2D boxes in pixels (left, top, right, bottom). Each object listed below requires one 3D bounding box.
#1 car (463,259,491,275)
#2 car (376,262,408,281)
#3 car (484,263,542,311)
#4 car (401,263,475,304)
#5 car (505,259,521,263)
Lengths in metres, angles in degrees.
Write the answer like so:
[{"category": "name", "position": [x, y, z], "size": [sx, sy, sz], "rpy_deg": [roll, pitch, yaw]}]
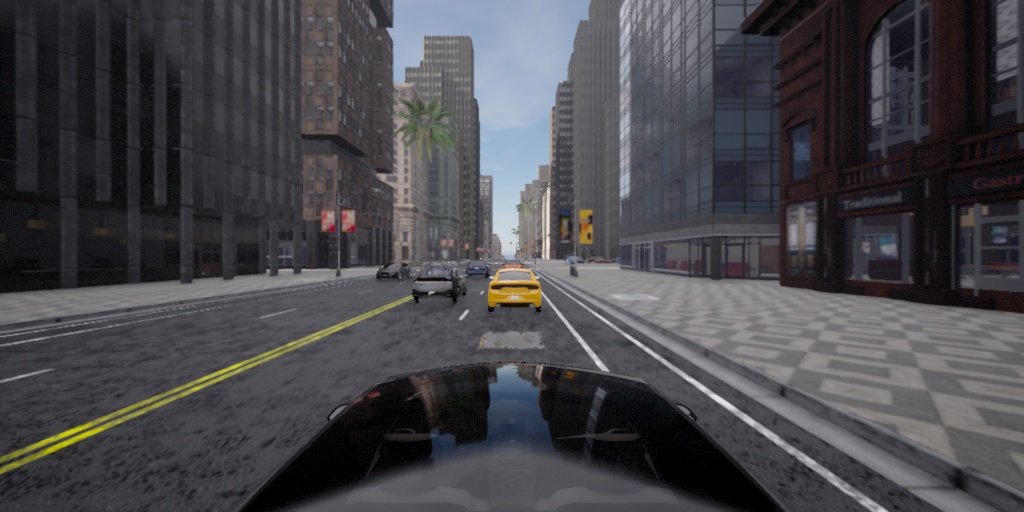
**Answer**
[{"category": "car", "position": [-3.148, 1.105, 34.347], "size": [2.097, 1.767, 4.553], "rpy_deg": [0, 0, 0]}, {"category": "car", "position": [-9.846, 1.258, 30.207], "size": [1.837, 1.490, 4.892], "rpy_deg": [0, 0, 0]}, {"category": "car", "position": [0.106, 1.228, 14.419], "size": [1.882, 1.535, 5.008], "rpy_deg": [0, 0, 0]}, {"category": "car", "position": [-3.149, 1.242, 16.422], "size": [2.128, 1.511, 4.902], "rpy_deg": [0, 0, 0]}, {"category": "car", "position": [0.103, 1.105, 34.347], "size": [2.097, 1.767, 4.553], "rpy_deg": [0, 0, 0]}]
